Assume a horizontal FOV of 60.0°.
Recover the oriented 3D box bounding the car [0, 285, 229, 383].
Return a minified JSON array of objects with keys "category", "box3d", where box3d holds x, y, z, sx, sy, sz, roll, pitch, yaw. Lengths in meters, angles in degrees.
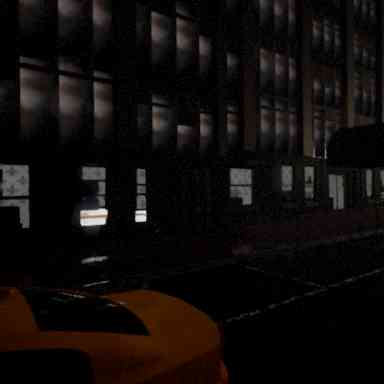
[{"category":"car","box3d":[-2.040,1.495,1.924,5.008,1.535,1.882,-2,1,-35]}]
